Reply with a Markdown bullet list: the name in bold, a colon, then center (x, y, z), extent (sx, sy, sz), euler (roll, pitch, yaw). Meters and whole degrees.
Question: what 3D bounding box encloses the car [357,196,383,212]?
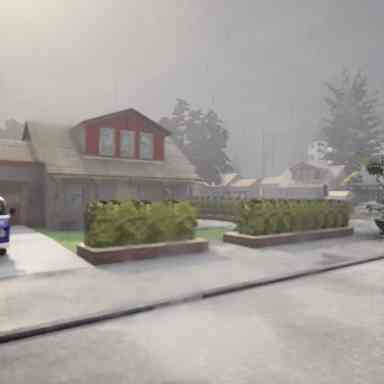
- **car**: center (21.915, 1.465, 39.706), extent (3.866, 1.878, 1.905), euler (1, 0, -1)
